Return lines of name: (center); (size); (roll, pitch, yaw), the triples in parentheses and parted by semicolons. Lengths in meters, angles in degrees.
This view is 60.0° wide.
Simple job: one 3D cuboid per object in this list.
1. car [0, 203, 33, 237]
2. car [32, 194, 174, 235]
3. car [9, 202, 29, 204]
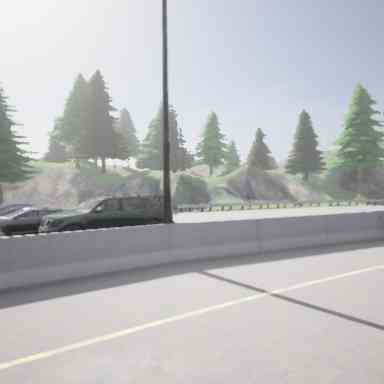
car: (-7.521, 1.451, 15.600); (4.902, 1.511, 2.128); (-1, 1, -34)
car: (-3.462, 1.142, 14.156); (5.566, 2.045, 2.150); (-1, 1, -33)
car: (-11.471, 1.436, 21.374); (5.008, 1.535, 1.882); (-1, 1, -33)
